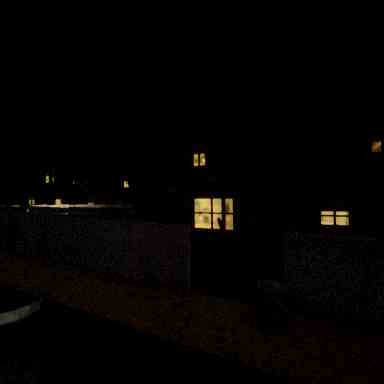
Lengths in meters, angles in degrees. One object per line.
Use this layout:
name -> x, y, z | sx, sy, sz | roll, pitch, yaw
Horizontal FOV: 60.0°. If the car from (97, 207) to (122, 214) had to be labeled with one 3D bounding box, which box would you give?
car -> -7.122, 2.119, 30.909 | 1.994, 1.385, 4.181 | -1, -2, 35
